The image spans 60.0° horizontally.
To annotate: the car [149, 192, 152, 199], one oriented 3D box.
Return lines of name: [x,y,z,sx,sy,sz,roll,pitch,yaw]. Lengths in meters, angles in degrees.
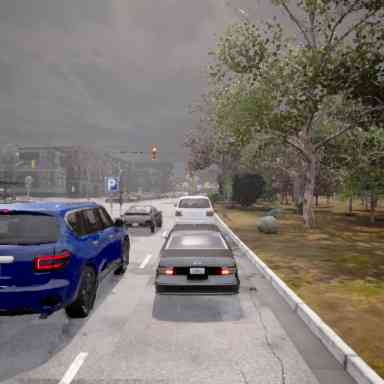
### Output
car: [-12.737,1.360,79.772,4.674,1.452,2.002,-1,0,-13]

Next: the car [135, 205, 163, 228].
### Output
car: [-2.874,1.516,19.970,2.128,1.511,4.902,0,0,3]

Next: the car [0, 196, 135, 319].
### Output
car: [-2.908,1.227,7.489,2.150,2.045,5.566,0,0,0]

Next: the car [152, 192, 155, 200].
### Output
car: [-12.369,1.360,82.774,4.674,1.452,2.002,-1,0,-13]

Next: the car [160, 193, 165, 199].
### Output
car: [-11.114,1.066,91.764,5.566,2.045,2.435,-1,0,-12]

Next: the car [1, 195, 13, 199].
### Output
car: [-16.660,1.405,27.011,4.553,1.767,2.185,-1,0,-19]

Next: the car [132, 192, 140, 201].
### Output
car: [-13.882,1.316,67.812,5.366,1.575,1.946,-1,0,-15]

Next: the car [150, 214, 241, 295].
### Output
car: [0.096,1.556,8.857,2.033,1.411,5.357,0,0,0]

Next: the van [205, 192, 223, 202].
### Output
van: [4.201,1.044,67.437,4.442,1.987,1.878,1,0,-14]

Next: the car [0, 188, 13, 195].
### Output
car: [-31.232,0.138,55.667,2.002,1.452,4.674,6,-3,-19]

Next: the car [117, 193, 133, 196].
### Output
car: [-14.523,1.359,64.819,4.792,1.488,2.163,-1,0,-15]

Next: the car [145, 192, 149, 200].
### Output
car: [-13.106,1.322,76.776,4.892,1.521,2.231,-1,0,-14]

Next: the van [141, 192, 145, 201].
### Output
van: [-13.330,1.094,73.805,4.442,1.987,1.878,-1,0,-14]

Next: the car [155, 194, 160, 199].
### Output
car: [-11.561,1.358,88.757,4.674,1.452,2.002,-1,0,-12]

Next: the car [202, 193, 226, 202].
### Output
car: [4.581,1.143,70.407,4.553,1.767,2.185,1,0,-14]

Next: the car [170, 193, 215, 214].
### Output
car: [0.129,1.246,19.106,2.150,2.045,5.566,0,0,0]
